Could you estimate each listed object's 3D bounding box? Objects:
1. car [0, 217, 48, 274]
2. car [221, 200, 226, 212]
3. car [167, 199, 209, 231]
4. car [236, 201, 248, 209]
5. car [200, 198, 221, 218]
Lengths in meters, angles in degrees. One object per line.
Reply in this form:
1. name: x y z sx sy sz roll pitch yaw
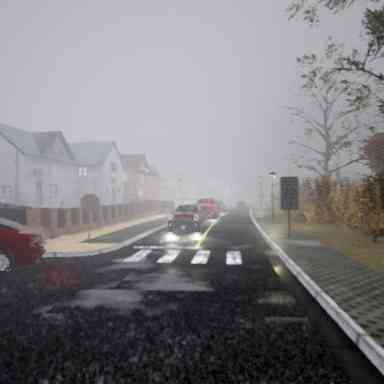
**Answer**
1. car: -6.698 1.321 9.140 5.008 1.535 1.882 4 1 -17
2. car: 3.763 1.994 48.629 2.097 1.767 4.553 0 -1 11
3. car: -0.278 1.603 22.532 2.097 1.767 4.553 0 -1 7
4. car: 9.394 2.326 62.236 1.882 1.535 5.008 0 -1 12
5. car: 1.540 1.657 35.574 2.150 2.045 5.566 0 -1 8
